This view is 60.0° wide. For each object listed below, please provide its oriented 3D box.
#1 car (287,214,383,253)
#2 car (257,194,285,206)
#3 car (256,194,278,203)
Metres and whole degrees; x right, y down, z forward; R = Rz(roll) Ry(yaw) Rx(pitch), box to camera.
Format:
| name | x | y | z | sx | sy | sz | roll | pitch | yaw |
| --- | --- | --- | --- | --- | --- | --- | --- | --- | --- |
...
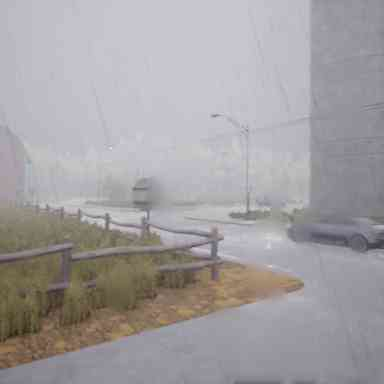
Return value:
| name | x | y | z | sx | sy | sz | roll | pitch | yaw |
| --- | --- | --- | --- | --- | --- | --- | --- | --- | --- |
| car | 6.159 | 1.597 | 14.082 | 1.994 | 1.385 | 4.181 | 0 | 0 | -36 |
| car | 12.900 | 1.585 | 54.113 | 2.242 | 1.667 | 4.611 | 0 | 0 | -36 |
| car | 16.424 | 1.450 | 73.079 | 1.932 | 1.855 | 4.605 | 0 | 0 | -36 |
